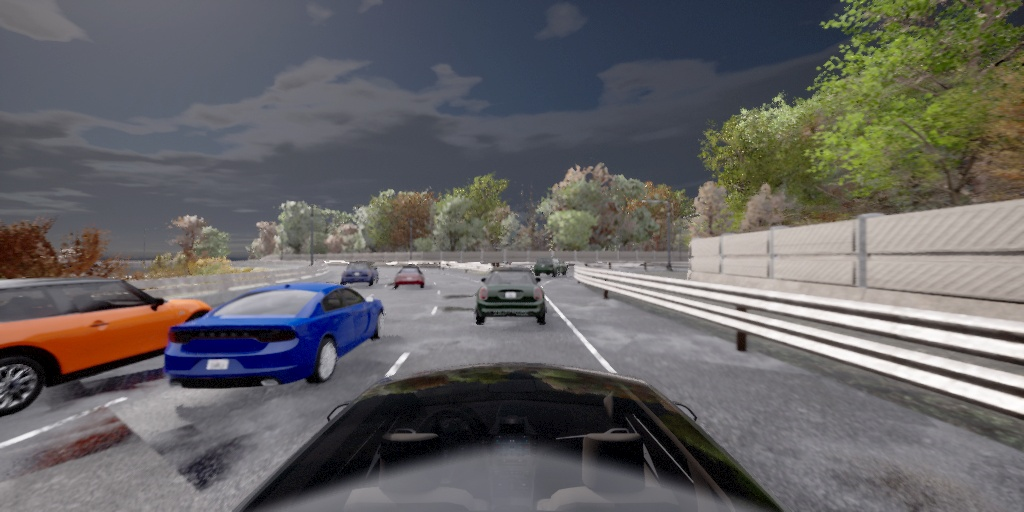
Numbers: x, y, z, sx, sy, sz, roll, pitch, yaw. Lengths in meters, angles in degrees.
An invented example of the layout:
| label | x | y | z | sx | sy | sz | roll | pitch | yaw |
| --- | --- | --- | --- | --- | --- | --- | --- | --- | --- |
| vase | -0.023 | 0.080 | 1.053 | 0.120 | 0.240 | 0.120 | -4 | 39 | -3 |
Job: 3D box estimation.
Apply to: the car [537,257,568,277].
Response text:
| label | x | y | z | sx | sy | sz | roll | pitch | yaw |
| --- | --- | --- | --- | --- | --- | --- | --- | --- | --- |
| car | 4.218 | 1.156 | 38.181 | 2.150 | 2.045 | 5.566 | -1 | -1 | 25 |

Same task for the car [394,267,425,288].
| label | x | y | z | sx | sy | sz | roll | pitch | yaw |
| --- | --- | --- | --- | --- | --- | --- | --- | --- | --- |
| car | -7.234 | 1.448 | 25.468 | 1.994 | 1.385 | 4.181 | 0 | 0 | -15 |

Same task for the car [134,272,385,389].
| label | x | y | z | sx | sy | sz | roll | pitch | yaw |
| --- | --- | --- | --- | --- | --- | --- | --- | --- | --- |
| car | -3.994 | 1.261 | 7.095 | 1.882 | 1.535 | 5.008 | 0 | 0 | -5 |

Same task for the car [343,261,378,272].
| label | x | y | z | sx | sy | sz | roll | pitch | yaw |
| --- | --- | --- | --- | --- | --- | --- | --- | --- | --- |
| car | -11.168 | 1.249 | 26.615 | 2.097 | 1.767 | 4.553 | 0 | 0 | -15 |

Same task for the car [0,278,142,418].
| label | x | y | z | sx | sy | sz | roll | pitch | yaw |
| --- | --- | --- | --- | --- | --- | --- | --- | --- | --- |
| car | -7.421 | 1.136 | 6.039 | 2.097 | 1.767 | 4.553 | 0 | 0 | -4 |

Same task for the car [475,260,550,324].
| label | x | y | z | sx | sy | sz | roll | pitch | yaw |
| --- | --- | --- | --- | --- | --- | --- | --- | --- | --- |
| car | -0.036 | 1.158 | 12.433 | 2.097 | 1.767 | 4.553 | 0 | 0 | 0 |
